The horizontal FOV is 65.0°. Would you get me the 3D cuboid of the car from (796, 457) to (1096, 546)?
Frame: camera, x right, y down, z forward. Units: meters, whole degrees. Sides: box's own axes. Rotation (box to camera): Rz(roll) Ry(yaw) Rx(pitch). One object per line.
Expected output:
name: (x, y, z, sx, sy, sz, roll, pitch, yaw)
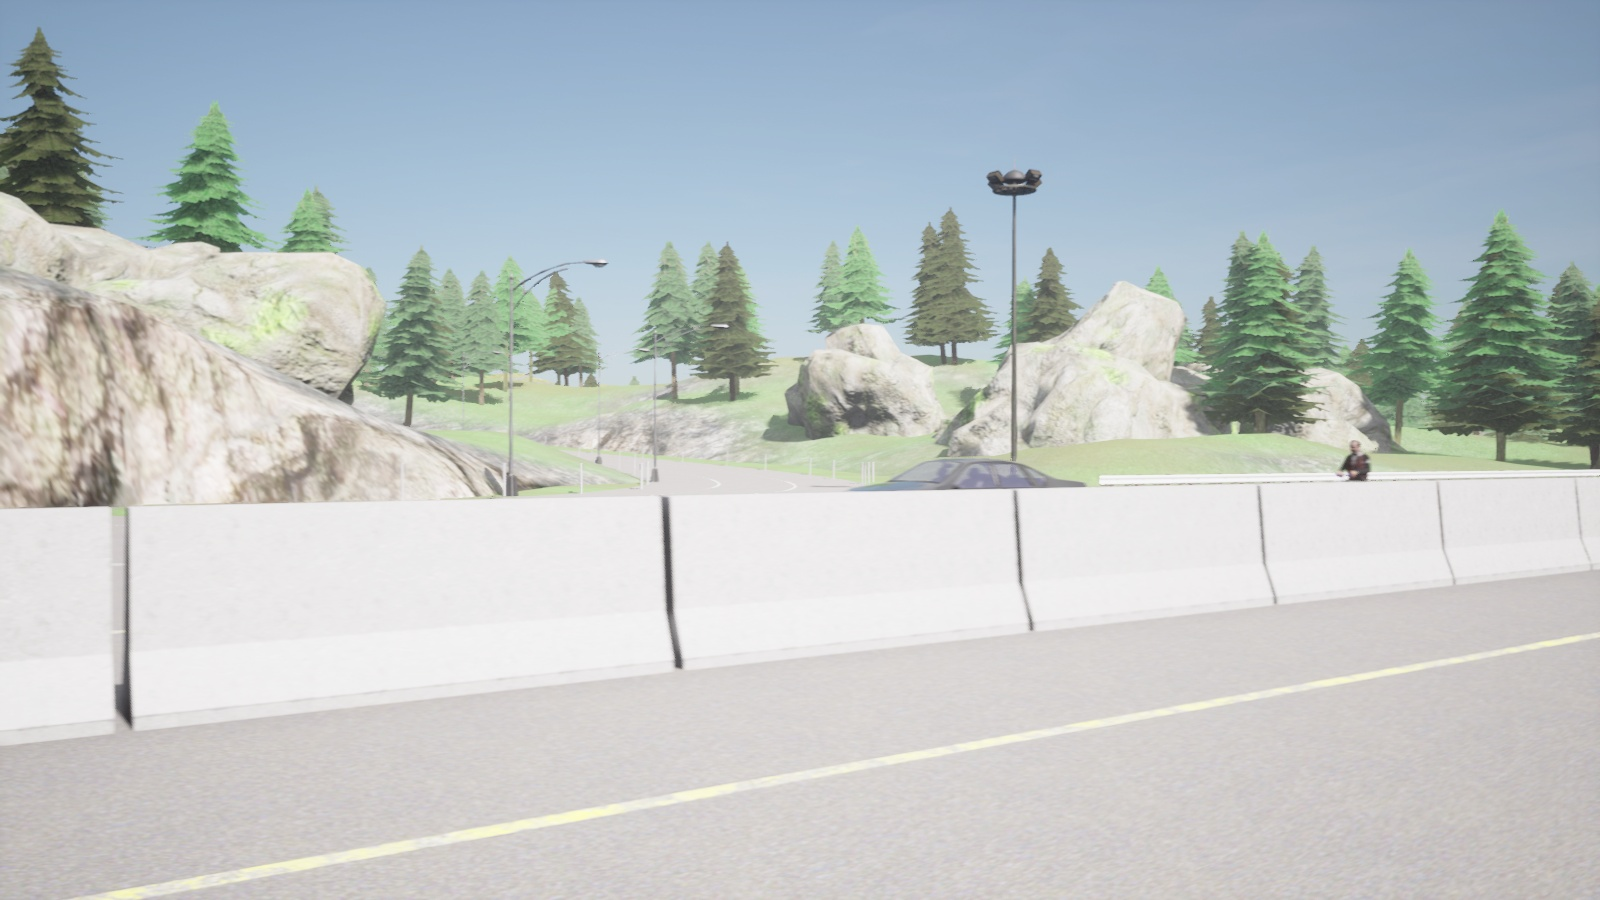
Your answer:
car: (2.715, 0.842, 22.605, 5.357, 1.411, 2.033, 0, 0, -35)
